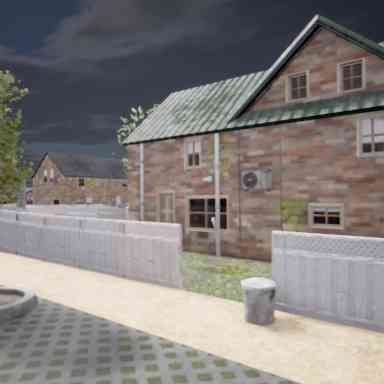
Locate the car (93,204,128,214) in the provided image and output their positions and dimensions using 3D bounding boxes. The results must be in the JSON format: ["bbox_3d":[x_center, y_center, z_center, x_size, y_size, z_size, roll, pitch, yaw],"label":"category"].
[{"bbox_3d":[-7.552,1.913,30.746,2.097,1.767,4.553,-1,-2,35],"label":"car"}]
